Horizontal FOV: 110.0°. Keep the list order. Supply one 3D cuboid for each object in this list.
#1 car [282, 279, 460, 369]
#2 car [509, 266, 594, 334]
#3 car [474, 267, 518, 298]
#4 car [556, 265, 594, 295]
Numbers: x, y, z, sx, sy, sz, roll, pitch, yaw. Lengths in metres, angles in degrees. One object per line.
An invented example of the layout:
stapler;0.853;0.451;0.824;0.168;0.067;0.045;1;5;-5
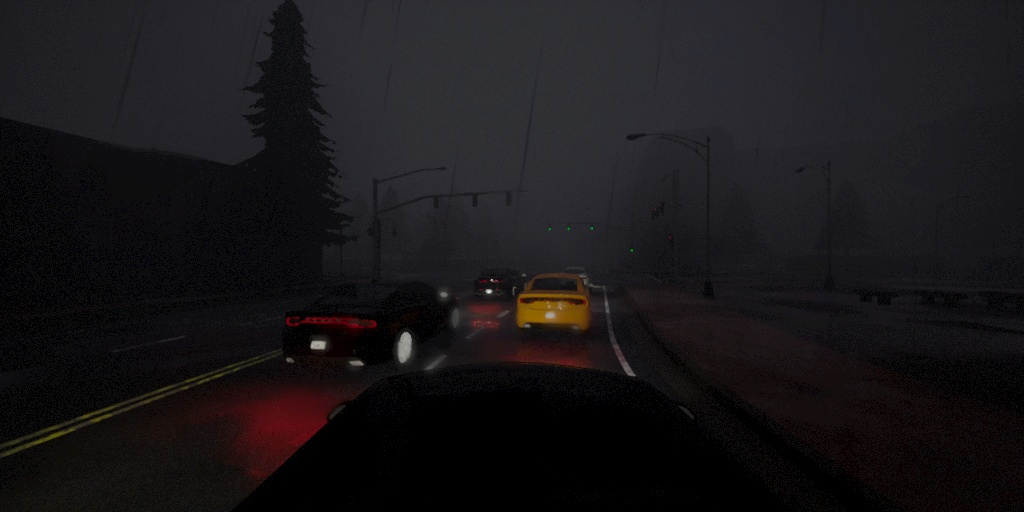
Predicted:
car;-2.641;1.243;8.021;1.882;1.535;5.008;0;0;9
car;1.411;1.252;10.901;1.882;1.535;5.008;0;0;11
car;-0.471;1.300;18.332;1.837;1.490;4.892;0;0;13
car;3.873;1.328;21.421;1.812;1.442;4.674;0;0;15
